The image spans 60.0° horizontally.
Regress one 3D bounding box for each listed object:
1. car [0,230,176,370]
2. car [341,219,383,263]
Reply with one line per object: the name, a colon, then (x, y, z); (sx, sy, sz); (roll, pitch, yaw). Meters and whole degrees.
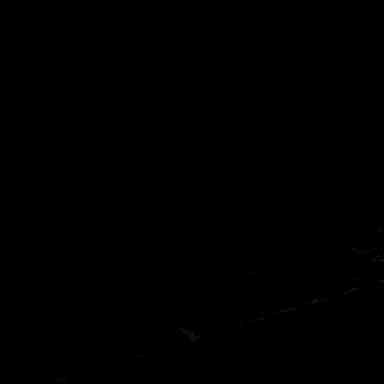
car: (-2.351, 1.444, 4.856); (4.097, 1.590, 1.967); (0, 0, -35)
car: (6.849, 1.606, 11.380); (4.403, 1.369, 2.008); (0, 0, -35)
